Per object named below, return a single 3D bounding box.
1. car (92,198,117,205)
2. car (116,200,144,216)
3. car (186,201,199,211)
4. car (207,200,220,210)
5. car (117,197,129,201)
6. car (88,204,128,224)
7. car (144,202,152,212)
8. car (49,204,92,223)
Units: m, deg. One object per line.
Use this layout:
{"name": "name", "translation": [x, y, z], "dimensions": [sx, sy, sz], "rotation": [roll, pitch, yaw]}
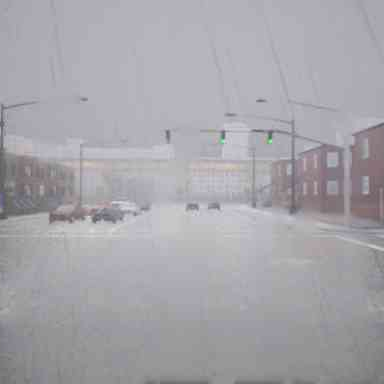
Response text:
{"name": "car", "translation": [-10.600, 1.804, 38.909], "dimensions": [2.097, 1.767, 4.553], "rotation": [0, -1, 0]}
{"name": "car", "translation": [-7.095, 1.973, 38.513], "dimensions": [1.812, 1.442, 4.674], "rotation": [0, -1, 0]}
{"name": "car", "translation": [0.092, 2.072, 51.221], "dimensions": [1.882, 1.535, 5.008], "rotation": [0, -1, 0]}
{"name": "car", "translation": [3.489, 2.124, 53.334], "dimensions": [1.837, 1.490, 4.892], "rotation": [0, -1, 0]}
{"name": "car", "translation": [-10.593, 1.796, 49.467], "dimensions": [2.150, 2.045, 5.566], "rotation": [0, -1, -1]}
{"name": "car", "translation": [-7.102, 1.933, 28.514], "dimensions": [1.895, 1.301, 4.718], "rotation": [0, -1, 0]}
{"name": "car", "translation": [-7.087, 2.114, 48.793], "dimensions": [2.033, 1.411, 5.357], "rotation": [0, -1, 1]}
{"name": "car", "translation": [-10.604, 1.812, 28.742], "dimensions": [1.882, 1.535, 5.008], "rotation": [0, -1, 0]}
